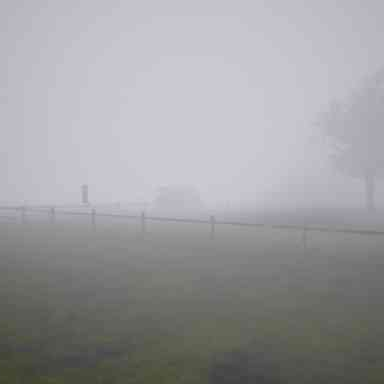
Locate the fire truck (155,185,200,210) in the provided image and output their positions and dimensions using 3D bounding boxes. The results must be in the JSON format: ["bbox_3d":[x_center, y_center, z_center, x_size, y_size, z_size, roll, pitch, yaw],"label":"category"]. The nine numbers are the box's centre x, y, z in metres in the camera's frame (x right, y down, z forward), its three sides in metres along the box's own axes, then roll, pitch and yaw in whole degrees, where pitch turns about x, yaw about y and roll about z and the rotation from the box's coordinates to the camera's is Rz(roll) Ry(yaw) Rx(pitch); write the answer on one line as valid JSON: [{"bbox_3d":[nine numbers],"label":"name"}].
[{"bbox_3d":[-2.143,0.910,53.076,2.891,3.827,8.468,-1,-1,35],"label":"fire truck"}]
